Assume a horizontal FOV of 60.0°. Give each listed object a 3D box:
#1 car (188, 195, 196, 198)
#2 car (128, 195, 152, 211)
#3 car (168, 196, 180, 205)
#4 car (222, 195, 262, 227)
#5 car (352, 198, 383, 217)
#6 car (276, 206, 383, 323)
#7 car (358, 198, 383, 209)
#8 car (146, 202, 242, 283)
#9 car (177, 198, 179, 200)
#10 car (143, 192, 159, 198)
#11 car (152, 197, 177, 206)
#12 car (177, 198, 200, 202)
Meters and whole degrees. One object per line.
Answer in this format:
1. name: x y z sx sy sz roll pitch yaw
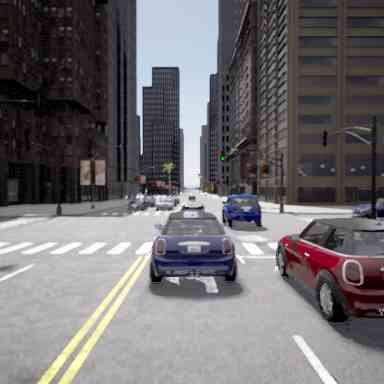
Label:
1. car: -0.006 1.476 82.012 1.837 1.490 4.892 0 0 0
2. car: -6.598 1.469 40.659 2.128 1.511 4.902 0 0 0
3. car: -3.255 1.537 60.536 1.994 1.385 4.181 0 0 0
4. car: 3.347 1.205 23.048 2.150 2.045 5.566 0 0 0
5. car: 16.677 1.335 29.354 4.097 1.590 1.967 0 1 0
6. car: 3.358 1.347 7.354 2.097 1.767 4.553 0 0 0
7. car: 15.351 1.289 26.653 4.553 1.767 2.097 0 1 -1
8. car: -0.053 1.345 9.875 2.097 1.767 4.553 0 0 -3
9. car: -3.322 1.539 50.687 1.994 1.385 4.181 0 0 1
10. car: -6.576 1.327 49.869 2.097 1.767 4.553 0 0 0
11. car: -3.348 1.578 41.307 1.895 1.301 4.718 0 0 3
12. car: 0.097 1.475 26.399 2.128 1.511 4.902 0 0 0
